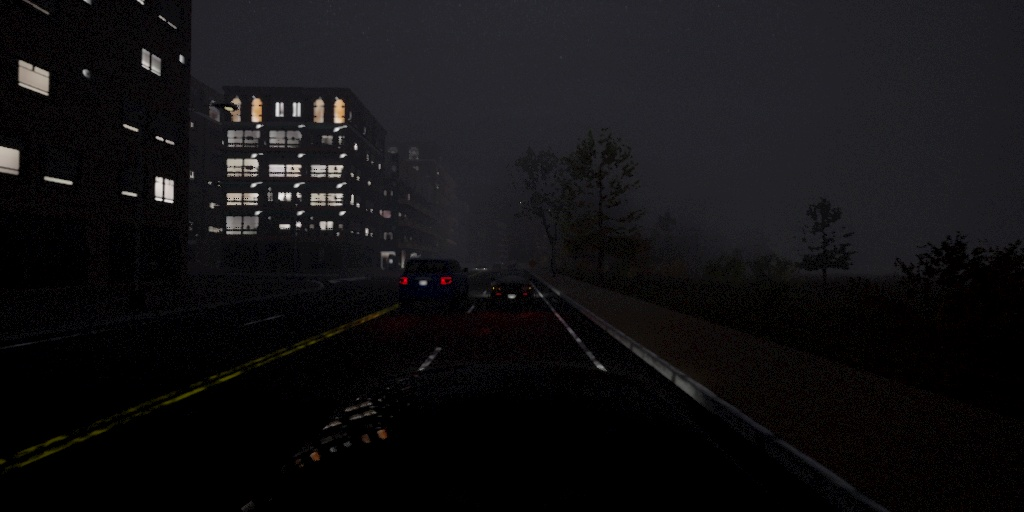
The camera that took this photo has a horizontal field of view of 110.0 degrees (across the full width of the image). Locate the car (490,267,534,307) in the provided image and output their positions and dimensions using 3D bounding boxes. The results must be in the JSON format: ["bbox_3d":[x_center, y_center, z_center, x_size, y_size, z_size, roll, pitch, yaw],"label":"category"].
[{"bbox_3d":[0.000,1.413,16.237,1.812,1.442,4.674,0,0,0],"label":"car"}]

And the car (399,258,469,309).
[{"bbox_3d":[-3.254,1.100,15.853,2.150,2.045,5.566,0,0,0],"label":"car"}]

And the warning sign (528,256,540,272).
[{"bbox_3d":[2.831,1.318,49.484,1.300,1.860,1.060,0,0,0],"label":"warning sign"}]

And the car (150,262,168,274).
[{"bbox_3d":[-37.688,1.205,36.616,4.207,1.307,1.802,0,0,-2],"label":"car"}]
